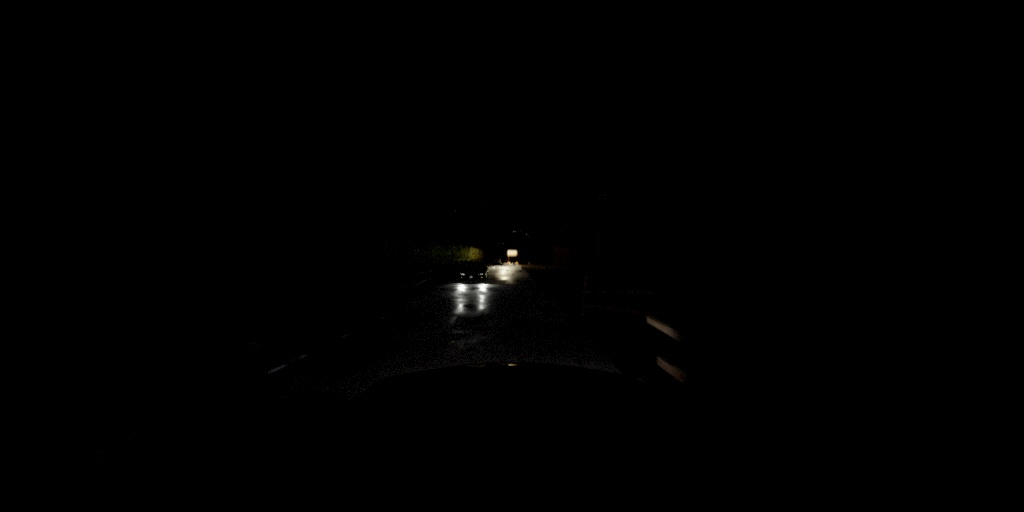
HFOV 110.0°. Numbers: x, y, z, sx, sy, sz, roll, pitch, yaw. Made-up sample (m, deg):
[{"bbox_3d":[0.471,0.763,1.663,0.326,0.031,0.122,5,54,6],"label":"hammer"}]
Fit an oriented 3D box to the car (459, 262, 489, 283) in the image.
[{"bbox_3d":[-2.849,1.214,27.442,1.837,1.490,4.892,0,0,0],"label":"car"}]
